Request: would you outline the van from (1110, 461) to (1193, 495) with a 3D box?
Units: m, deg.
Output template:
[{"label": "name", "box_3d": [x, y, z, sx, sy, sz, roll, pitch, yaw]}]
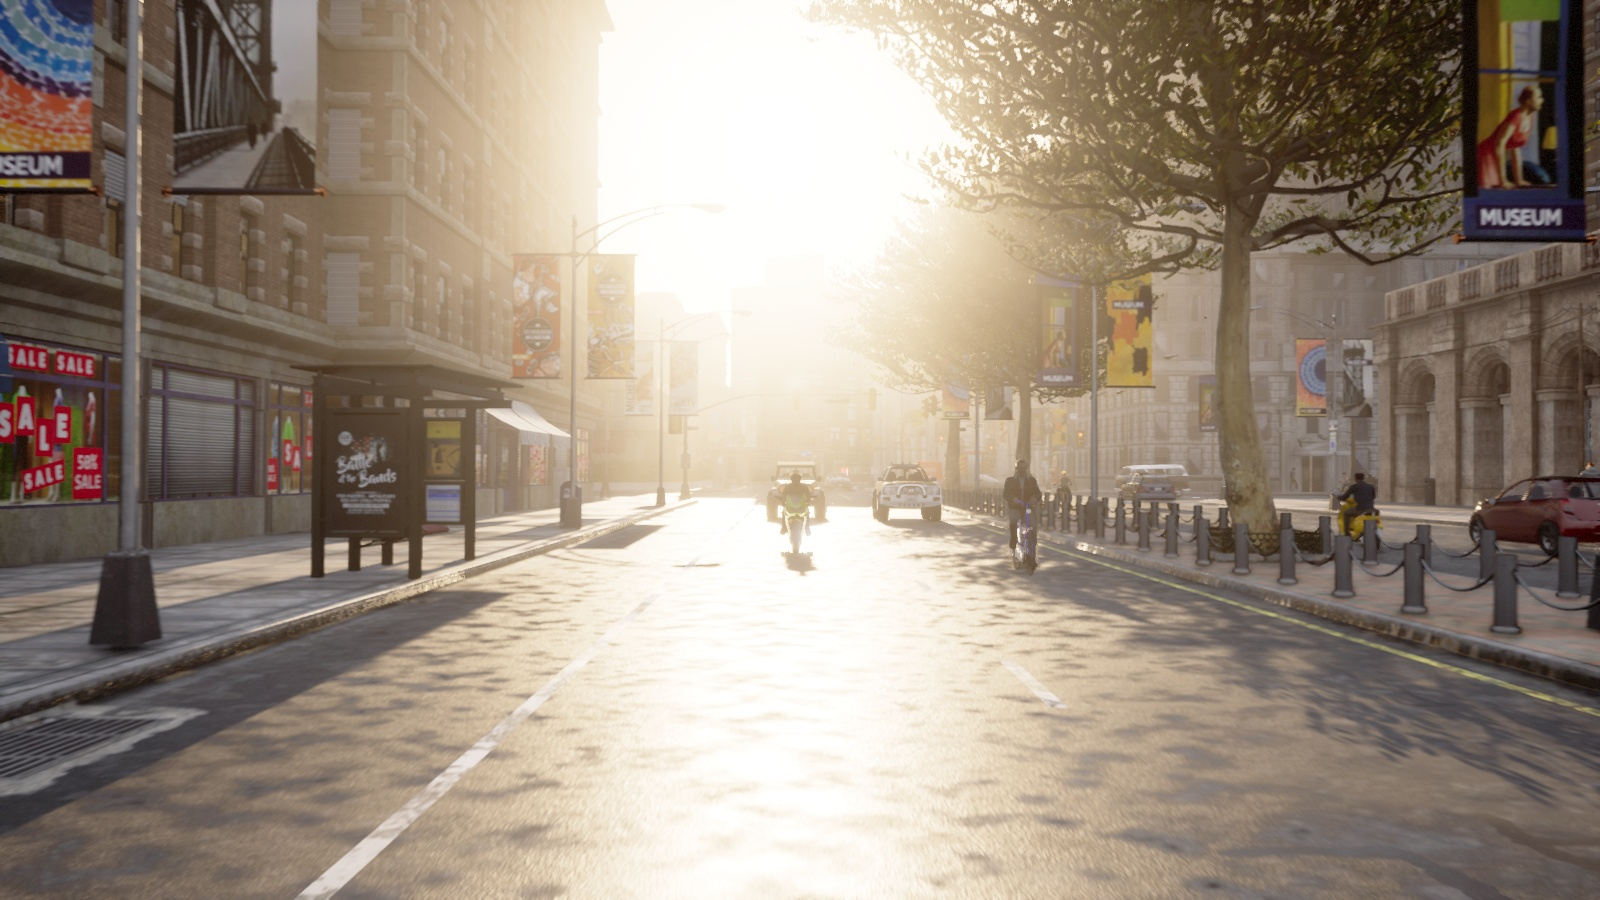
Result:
[{"label": "van", "box_3d": [22.043, 1.762, 78.789, 4.480, 2.038, 2.069, -1, -1, -10]}]

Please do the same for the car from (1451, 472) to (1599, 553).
[{"label": "car", "box_3d": [14.931, 1.190, 25.172, 1.845, 1.501, 3.633, 0, -1, 0]}]

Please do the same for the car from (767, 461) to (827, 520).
[{"label": "car", "box_3d": [-0.115, 1.313, 41.936, 1.905, 1.878, 3.866, 0, -1, 0]}]

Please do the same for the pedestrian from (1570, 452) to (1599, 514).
[{"label": "pedestrian", "box_3d": [24.937, 1.035, 39.654, 0.659, 1.952, 0.873, 0, -1, 0]}]

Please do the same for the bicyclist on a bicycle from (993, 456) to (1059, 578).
[{"label": "bicyclist on a bicycle", "box_3d": [3.448, 0.994, 19.284, 0.659, 1.776, 1.843, 0, -1, 0]}]

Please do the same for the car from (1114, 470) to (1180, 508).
[{"label": "car", "box_3d": [14.838, 1.635, 53.851, 1.789, 1.549, 3.705, 0, -1, 0]}]

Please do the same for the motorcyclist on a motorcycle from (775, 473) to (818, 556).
[{"label": "motorcyclist on a motorcycle", "box_3d": [-0.066, 1.201, 24.132, 0.797, 1.523, 2.044, 0, -1, 0]}]

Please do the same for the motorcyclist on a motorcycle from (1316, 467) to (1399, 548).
[{"label": "motorcyclist on a motorcycle", "box_3d": [11.430, 1.154, 25.815, 0.866, 1.590, 1.817, 0, -1, 0]}]

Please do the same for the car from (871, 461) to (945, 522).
[{"label": "car", "box_3d": [3.390, 1.290, 40.202, 1.932, 1.855, 4.605, 0, -1, 0]}]

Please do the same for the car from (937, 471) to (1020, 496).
[{"label": "car", "box_3d": [11.280, 2.100, 79.561, 4.792, 1.488, 2.163, -1, -1, 41]}]
